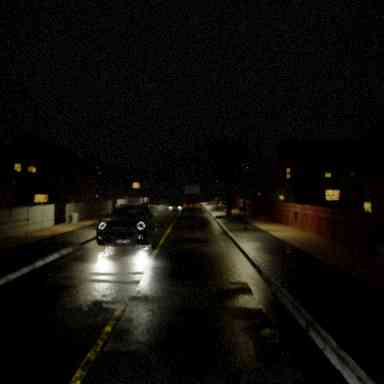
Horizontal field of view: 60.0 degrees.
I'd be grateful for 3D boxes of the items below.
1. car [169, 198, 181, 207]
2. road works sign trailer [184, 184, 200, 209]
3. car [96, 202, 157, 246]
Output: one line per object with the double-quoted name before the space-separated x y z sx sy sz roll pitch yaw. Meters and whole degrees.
"car" -2.814 1.703 56.851 1.882 1.535 5.008 0 0 0
"road works sign trailer" -0.005 0.622 47.491 2.380 3.560 2.880 0 0 0
"car" -2.851 1.368 15.361 2.097 1.767 4.553 0 0 0
